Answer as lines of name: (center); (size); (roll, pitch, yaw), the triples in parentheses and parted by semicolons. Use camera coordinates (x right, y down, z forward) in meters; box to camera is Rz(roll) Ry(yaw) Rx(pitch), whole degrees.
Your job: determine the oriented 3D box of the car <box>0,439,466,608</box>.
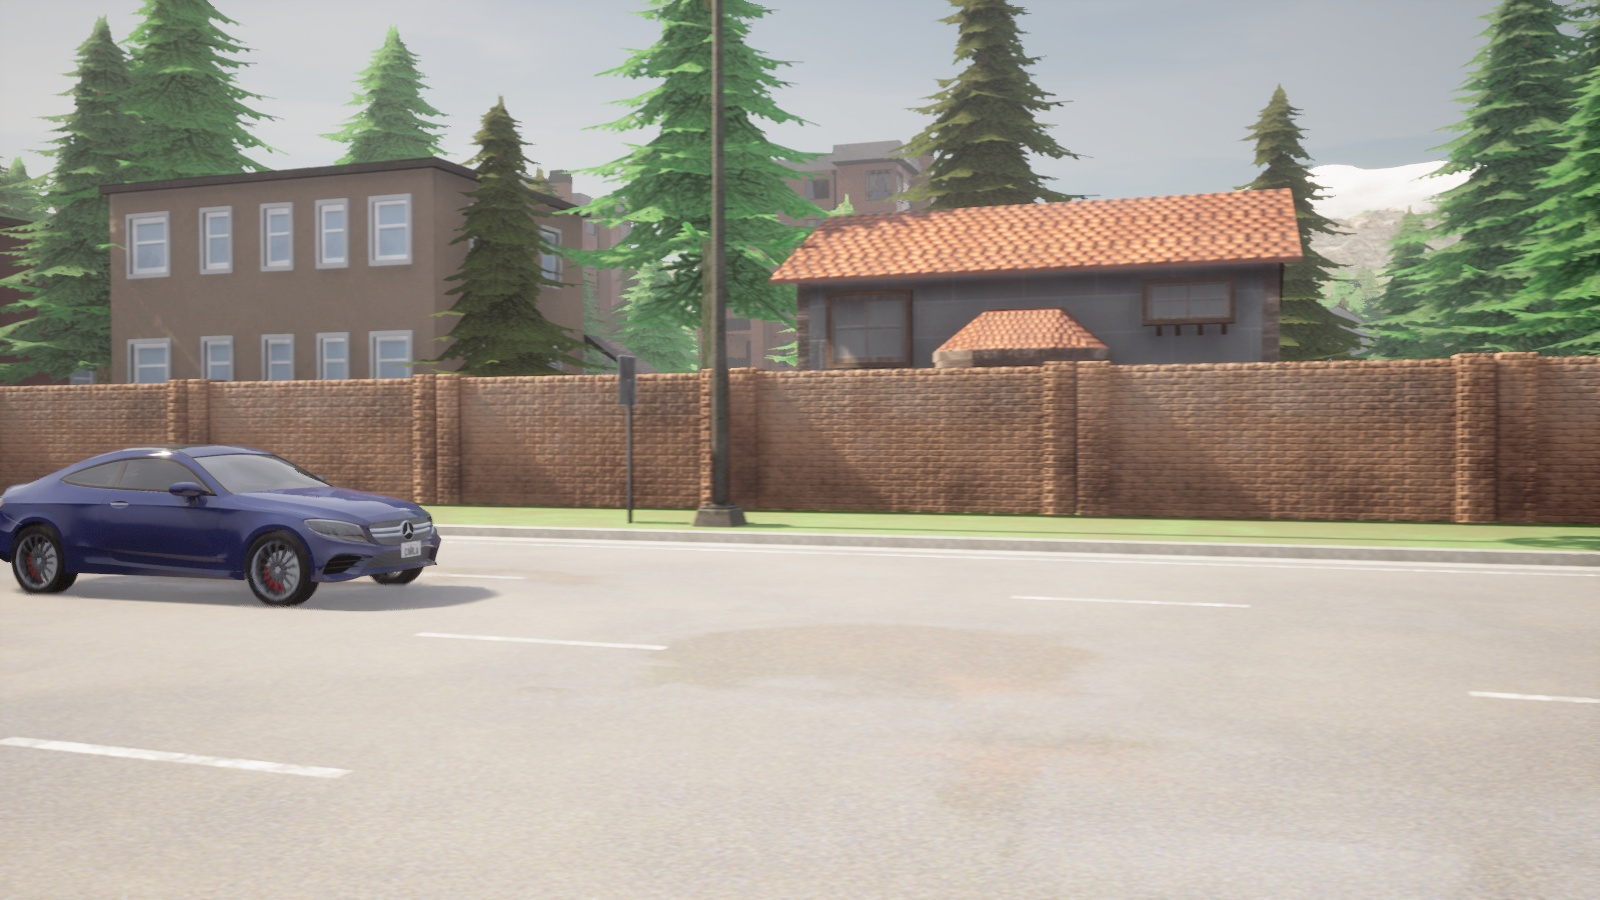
car: (-5.870, 0.629, 12.554); (4.674, 1.442, 1.812); (1, 1, 19)
